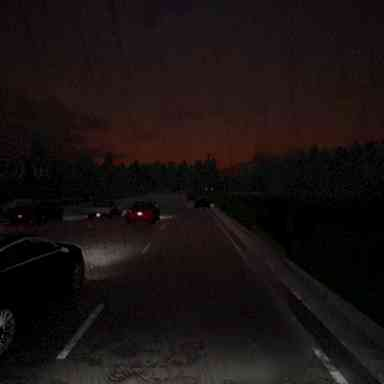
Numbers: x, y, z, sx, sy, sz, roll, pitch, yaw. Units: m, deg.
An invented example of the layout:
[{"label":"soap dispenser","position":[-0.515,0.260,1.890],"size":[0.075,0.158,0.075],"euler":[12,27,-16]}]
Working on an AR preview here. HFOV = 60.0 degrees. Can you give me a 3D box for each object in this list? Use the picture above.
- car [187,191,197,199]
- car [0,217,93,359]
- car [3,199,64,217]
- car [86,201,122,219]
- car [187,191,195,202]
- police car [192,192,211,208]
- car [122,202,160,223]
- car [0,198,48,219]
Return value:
[{"label":"car","position":[0.003,0.596,76.009],"size":[2.097,1.767,4.553],"euler":[0,0,0]},{"label":"car","position":[-3.400,1.445,5.770],"size":[2.128,1.511,4.902],"euler":[0,0,0]},{"label":"car","position":[-10.398,1.299,22.585],"size":[1.882,1.535,5.008],"euler":[0,0,0]},{"label":"car","position":[-6.900,1.390,26.693],"size":[1.895,1.301,4.718],"euler":[0,0,0]},{"label":"car","position":[0.003,1.025,61.042],"size":[1.837,1.490,4.892],"euler":[0,0,0]},{"label":"police car","position":[1.227,1.104,40.720],"size":[1.930,1.638,5.238],"euler":[0,0,0]},{"label":"car","position":[-3.399,1.377,23.679],"size":[1.994,1.385,4.181],"euler":[0,0,0]},{"label":"car","position":[-13.912,1.307,27.787],"size":[1.812,1.442,4.674],"euler":[0,0,0]}]
